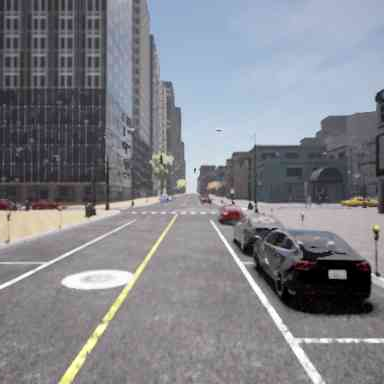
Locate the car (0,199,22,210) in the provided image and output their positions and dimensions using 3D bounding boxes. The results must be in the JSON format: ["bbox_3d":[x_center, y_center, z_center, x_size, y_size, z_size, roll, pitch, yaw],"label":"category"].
[{"bbox_3d":[-23.103,1.573,40.870,4.097,1.590,1.967,-1,0,1],"label":"car"}]

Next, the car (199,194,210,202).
[{"bbox_3d":[2.720,1.307,73.991,2.192,1.841,5.009,1,0,0],"label":"car"}]

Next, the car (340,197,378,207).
[{"bbox_3d":[20.690,1.241,40.441,4.829,1.417,1.752,-1,0,1],"label":"car"}]

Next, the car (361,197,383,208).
[{"bbox_3d":[24.696,1.320,43.097,4.718,1.301,1.895,-1,-1,1],"label":"car"}]

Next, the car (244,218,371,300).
[{"bbox_3d":[2.704,1.567,8.250,1.947,1.339,4.313,1,0,0],"label":"car"}]

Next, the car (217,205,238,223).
[{"bbox_3d":[2.831,1.584,24.681,1.802,1.307,4.206,1,0,0],"label":"car"}]

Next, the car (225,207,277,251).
[{"bbox_3d":[2.705,1.553,13.728,2.008,1.369,4.403,1,0,0],"label":"car"}]

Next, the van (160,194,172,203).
[{"bbox_3d":[-5.661,1.334,68.280,1.690,1.788,3.998,1,0,0],"label":"van"}]

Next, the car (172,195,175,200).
[{"bbox_3d":[-5.663,1.515,79.458,1.752,1.417,4.829,1,0,0],"label":"car"}]

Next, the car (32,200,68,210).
[{"bbox_3d":[-17.418,1.660,40.813,4.206,1.307,1.802,-1,0,1],"label":"car"}]

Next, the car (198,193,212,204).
[{"bbox_3d":[2.716,1.435,62.643,1.967,1.590,4.097,1,0,0],"label":"car"}]
